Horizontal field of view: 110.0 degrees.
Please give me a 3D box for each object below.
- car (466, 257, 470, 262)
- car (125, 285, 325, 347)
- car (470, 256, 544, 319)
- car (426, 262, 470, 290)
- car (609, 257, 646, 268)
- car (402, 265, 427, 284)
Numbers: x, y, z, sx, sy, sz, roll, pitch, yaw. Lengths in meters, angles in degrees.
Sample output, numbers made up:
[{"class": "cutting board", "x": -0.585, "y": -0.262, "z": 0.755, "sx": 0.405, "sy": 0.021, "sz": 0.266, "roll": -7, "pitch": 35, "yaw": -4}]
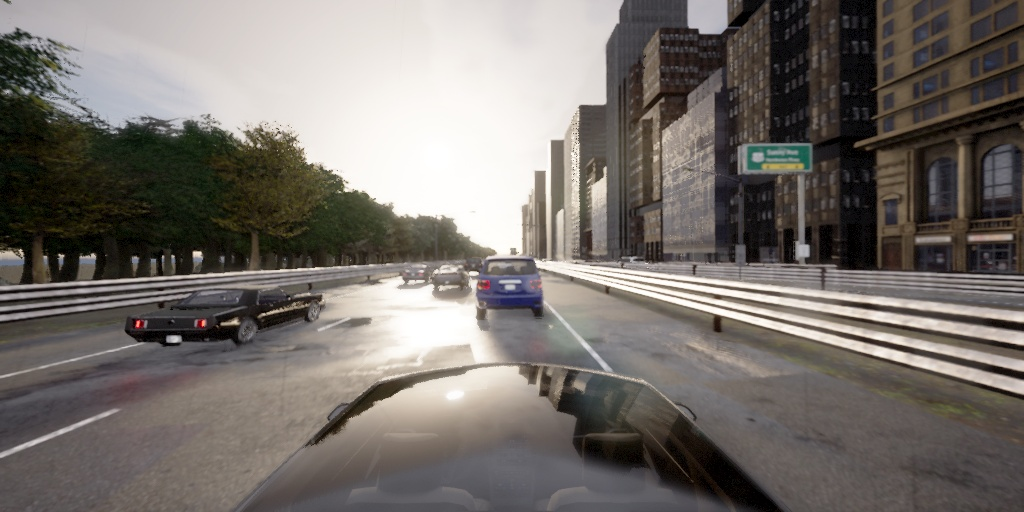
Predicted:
[{"class": "car", "x": -4.245, "y": 1.179, "z": 41.664, "sx": 2.150, "sy": 2.045, "sz": 5.566, "roll": 0, "pitch": 0, "yaw": -1}, {"class": "car", "x": -7.033, "y": 1.438, "z": 9.633, "sx": 1.895, "sy": 1.301, "sz": 4.718, "roll": 0, "pitch": 0, "yaw": -1}, {"class": "car", "x": -0.114, "y": 1.016, "z": 13.185, "sx": 2.150, "sy": 2.045, "sz": 5.566, "roll": 0, "pitch": 0, "yaw": -1}, {"class": "car", "x": -3.842, "y": 1.358, "z": 23.347, "sx": 2.128, "sy": 1.511, "sz": 4.902, "roll": 0, "pitch": 0, "yaw": -1}, {"class": "car", "x": 14.818, "y": 1.159, "z": 46.390, "sx": 2.150, "sy": 2.045, "sz": 5.566, "roll": -1, "pitch": 0, "yaw": -20}, {"class": "car", "x": -7.478, "y": 1.470, "z": 29.398, "sx": 2.033, "sy": 1.411, "sz": 5.357, "roll": 0, "pitch": 0, "yaw": -1}]
